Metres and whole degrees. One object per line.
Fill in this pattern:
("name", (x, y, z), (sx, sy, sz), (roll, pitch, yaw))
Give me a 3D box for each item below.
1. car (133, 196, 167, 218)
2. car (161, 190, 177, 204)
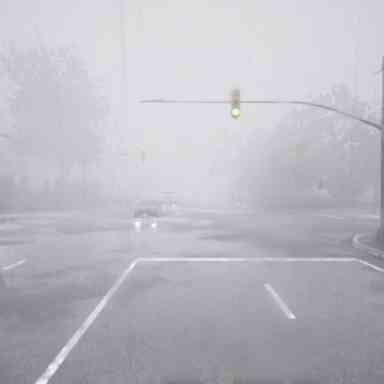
("car", (-3.497, 1.300, 27.408), (2.033, 1.411, 5.357), (0, 1, 0))
("car", (-3.496, 0.703, 51.867), (2.150, 2.045, 5.566), (0, 1, 0))
